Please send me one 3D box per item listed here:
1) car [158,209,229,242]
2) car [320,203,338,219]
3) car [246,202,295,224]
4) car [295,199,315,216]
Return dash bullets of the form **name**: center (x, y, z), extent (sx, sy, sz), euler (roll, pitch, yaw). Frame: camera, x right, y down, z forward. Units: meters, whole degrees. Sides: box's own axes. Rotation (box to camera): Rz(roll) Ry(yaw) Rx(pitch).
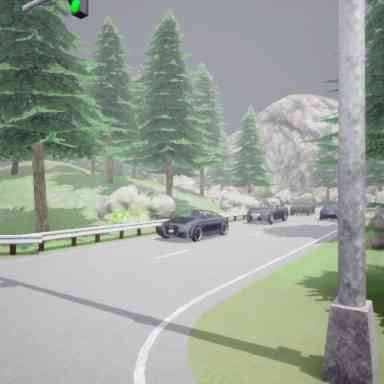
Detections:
- **car**: center (0.170, 1.579, 16.717), extent (1.994, 1.385, 4.181), euler (0, 0, 34)
- **car**: center (12.232, 1.642, 28.202), extent (1.994, 1.385, 4.181), euler (0, -1, 33)
- **car**: center (5.728, 1.508, 24.964), extent (2.128, 1.511, 4.902), euler (0, 0, 34)
- **car**: center (11.220, 1.522, 33.580), extent (1.837, 1.490, 4.892), euler (0, 0, 27)
